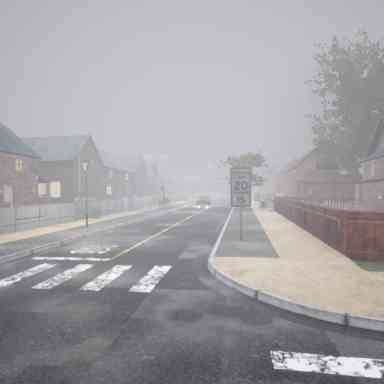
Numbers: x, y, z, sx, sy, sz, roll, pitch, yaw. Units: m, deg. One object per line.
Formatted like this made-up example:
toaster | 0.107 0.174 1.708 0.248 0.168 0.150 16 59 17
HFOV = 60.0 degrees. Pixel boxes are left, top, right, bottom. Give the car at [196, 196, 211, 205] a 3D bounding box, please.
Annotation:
car | 1.868 1.287 50.794 1.994 1.385 4.181 -1 0 8
